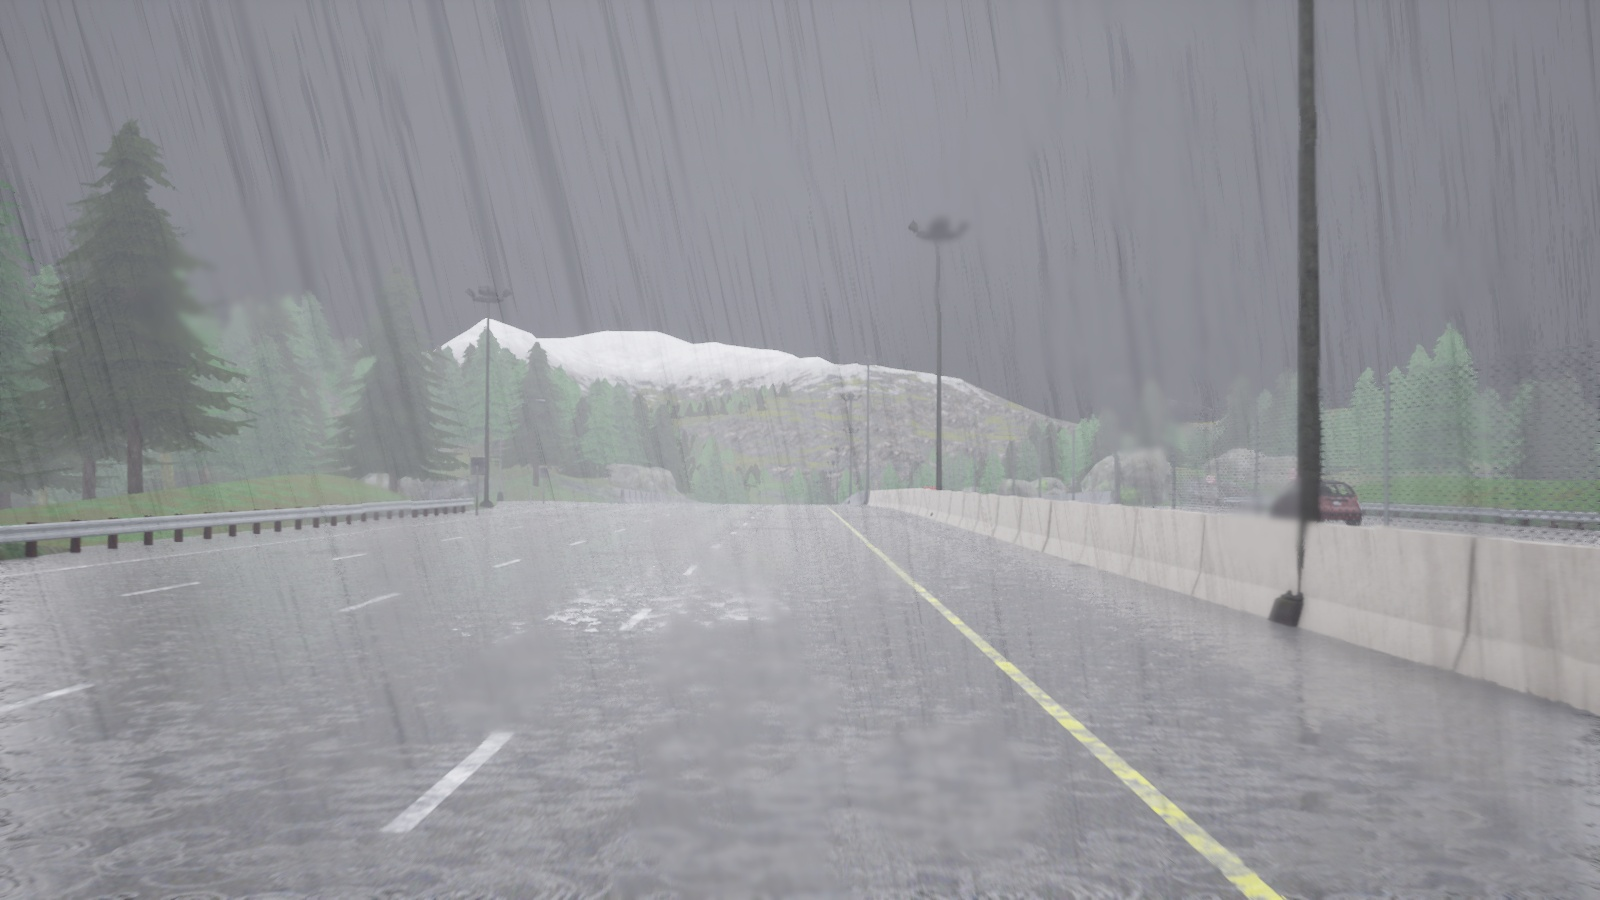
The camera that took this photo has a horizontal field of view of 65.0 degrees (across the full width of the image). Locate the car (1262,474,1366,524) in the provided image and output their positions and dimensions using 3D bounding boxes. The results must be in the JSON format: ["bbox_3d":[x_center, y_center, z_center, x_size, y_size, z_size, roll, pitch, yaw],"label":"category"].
[{"bbox_3d":[17.397,1.633,42.708,1.851,1.617,3.988,0,-1,0],"label":"car"}]
